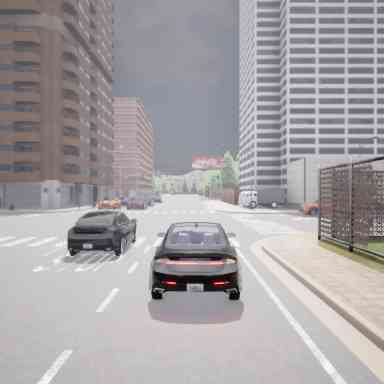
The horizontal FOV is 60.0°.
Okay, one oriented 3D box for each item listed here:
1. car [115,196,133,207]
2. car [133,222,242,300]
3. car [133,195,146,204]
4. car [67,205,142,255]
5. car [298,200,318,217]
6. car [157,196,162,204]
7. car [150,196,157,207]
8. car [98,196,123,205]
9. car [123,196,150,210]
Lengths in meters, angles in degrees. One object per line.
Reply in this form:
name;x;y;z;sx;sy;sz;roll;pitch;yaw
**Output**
car;-10.566;1.478;52.127;1.882;1.535;5.008;0;0;0
car;0.107;1.492;8.364;2.128;1.511;4.902;0;0;1
car;-10.496;1.477;66.588;1.882;1.535;5.008;0;0;0
car;-3.403;1.506;13.312;1.837;1.490;4.892;0;0;0
car;12.106;1.296;30.295;4.553;1.767;2.097;0;0;0
car;-7.007;1.478;65.831;1.882;1.535;5.008;0;0;0
car;-7.068;1.505;52.026;1.837;1.490;4.892;0;0;0
car;-10.571;1.352;42.903;2.097;1.767;4.553;0;0;0
car;-7.047;1.352;42.893;2.097;1.767;4.553;0;0;0
